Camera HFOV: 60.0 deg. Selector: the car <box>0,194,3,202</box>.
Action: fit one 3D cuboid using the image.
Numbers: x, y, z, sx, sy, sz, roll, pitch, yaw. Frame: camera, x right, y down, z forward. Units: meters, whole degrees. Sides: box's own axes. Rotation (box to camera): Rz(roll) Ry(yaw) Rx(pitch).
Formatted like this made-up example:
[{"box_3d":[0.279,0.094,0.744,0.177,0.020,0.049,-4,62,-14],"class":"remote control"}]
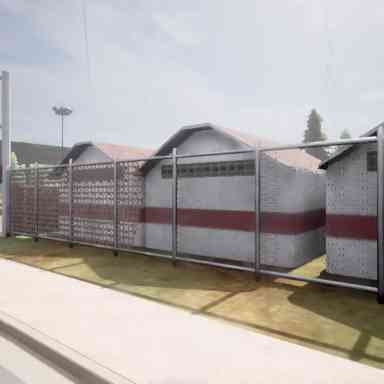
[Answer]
[{"box_3d":[-22.552,1.216,40.035,2.150,2.045,5.566,0,1,37],"class":"car"}]
